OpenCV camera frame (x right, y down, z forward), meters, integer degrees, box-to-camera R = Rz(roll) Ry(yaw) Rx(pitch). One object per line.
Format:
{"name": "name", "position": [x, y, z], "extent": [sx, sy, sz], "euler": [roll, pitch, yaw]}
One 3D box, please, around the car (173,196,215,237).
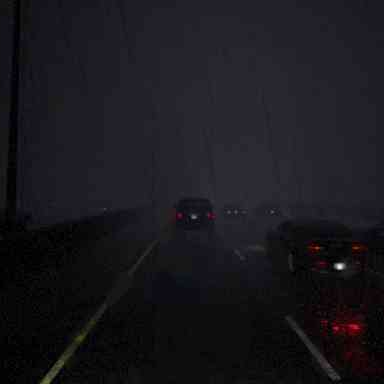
{"name": "car", "position": [0.105, 1.333, 18.943], "extent": [2.150, 2.045, 5.566], "euler": [0, 0, 0]}

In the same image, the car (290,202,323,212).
{"name": "car", "position": [10.610, 1.685, 31.161], "extent": [1.837, 1.490, 4.892], "euler": [0, 0, 0]}

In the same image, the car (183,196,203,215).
{"name": "car", "position": [0.113, 1.445, 38.426], "extent": [2.150, 2.045, 5.566], "euler": [0, 0, 0]}

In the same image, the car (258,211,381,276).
{"name": "car", "position": [3.604, 1.566, 10.520], "extent": [1.837, 1.490, 4.892], "euler": [0, 0, 0]}

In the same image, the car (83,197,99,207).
{"name": "car", "position": [-17.518, 1.695, 58.638], "extent": [2.097, 1.767, 4.553], "euler": [0, 0, 1]}

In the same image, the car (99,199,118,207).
{"name": "car", "position": [-14.026, 1.898, 57.278], "extent": [1.994, 1.385, 4.181], "euler": [0, 0, 1]}

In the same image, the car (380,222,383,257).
{"name": "car", "position": [7.104, 1.667, 11.408], "extent": [1.895, 1.301, 4.718], "euler": [0, 0, 0]}

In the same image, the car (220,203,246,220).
{"name": "car", "position": [3.609, 1.719, 29.615], "extent": [2.033, 1.411, 5.357], "euler": [0, 0, 0]}

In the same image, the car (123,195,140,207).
{"name": "car", "position": [-10.522, 1.563, 58.518], "extent": [2.150, 2.045, 5.566], "euler": [0, 0, 1]}

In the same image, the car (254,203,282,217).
{"name": "car", "position": [7.110, 1.746, 31.393], "extent": [1.994, 1.385, 4.181], "euler": [0, 0, 0]}

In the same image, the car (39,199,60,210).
{"name": "car", "position": [-21.053, 1.778, 48.966], "extent": [2.128, 1.511, 4.902], "euler": [0, 0, 0]}

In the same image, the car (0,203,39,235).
{"name": "car", "position": [-10.593, 1.585, 18.134], "extent": [1.882, 1.535, 5.008], "euler": [0, 0, 0]}
